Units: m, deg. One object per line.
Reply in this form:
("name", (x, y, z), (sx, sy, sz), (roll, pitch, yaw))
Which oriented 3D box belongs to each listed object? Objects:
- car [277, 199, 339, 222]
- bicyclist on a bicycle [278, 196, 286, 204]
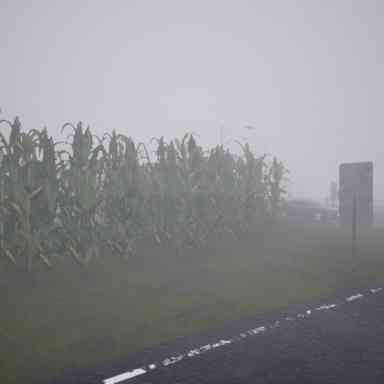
("car", (8.642, 1.310, 24.814), (1.837, 1.490, 4.892), (1, 0, -36))
("bicyclist on a bicycle", (9.327, 1.246, 34.080), (1.656, 1.620, 0.582), (-1, 1, -36))
